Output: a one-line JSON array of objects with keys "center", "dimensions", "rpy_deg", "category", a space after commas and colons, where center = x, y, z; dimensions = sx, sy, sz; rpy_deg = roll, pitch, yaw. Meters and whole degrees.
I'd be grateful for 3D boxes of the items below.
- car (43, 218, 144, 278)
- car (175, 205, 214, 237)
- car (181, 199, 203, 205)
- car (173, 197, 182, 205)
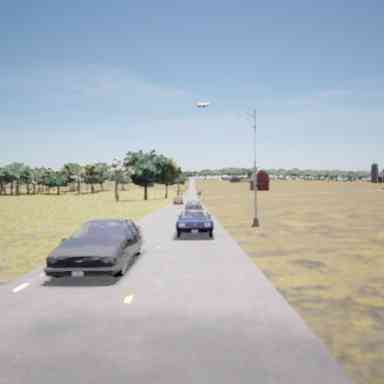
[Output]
[{"center": [-2.702, 1.563, 10.543], "dimensions": [2.033, 1.411, 5.357], "rpy_deg": [0, 0, 0], "category": "car"}, {"center": [0.149, 1.600, 18.079], "dimensions": [1.895, 1.301, 4.718], "rpy_deg": [0, 0, 0], "category": "car"}, {"center": [0.195, 1.575, 34.303], "dimensions": [2.033, 1.411, 5.357], "rpy_deg": [0, 0, 0], "category": "car"}, {"center": [-2.550, 1.661, 62.886], "dimensions": [1.812, 1.442, 4.674], "rpy_deg": [0, 0, 0], "category": "car"}]
